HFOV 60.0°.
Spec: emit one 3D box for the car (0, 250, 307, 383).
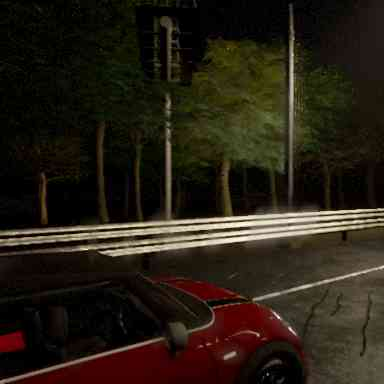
[{"bbox_3d":[-1.038,1.347,2.963,4.553,1.767,2.097,0,0,-35],"label":"car"}]
